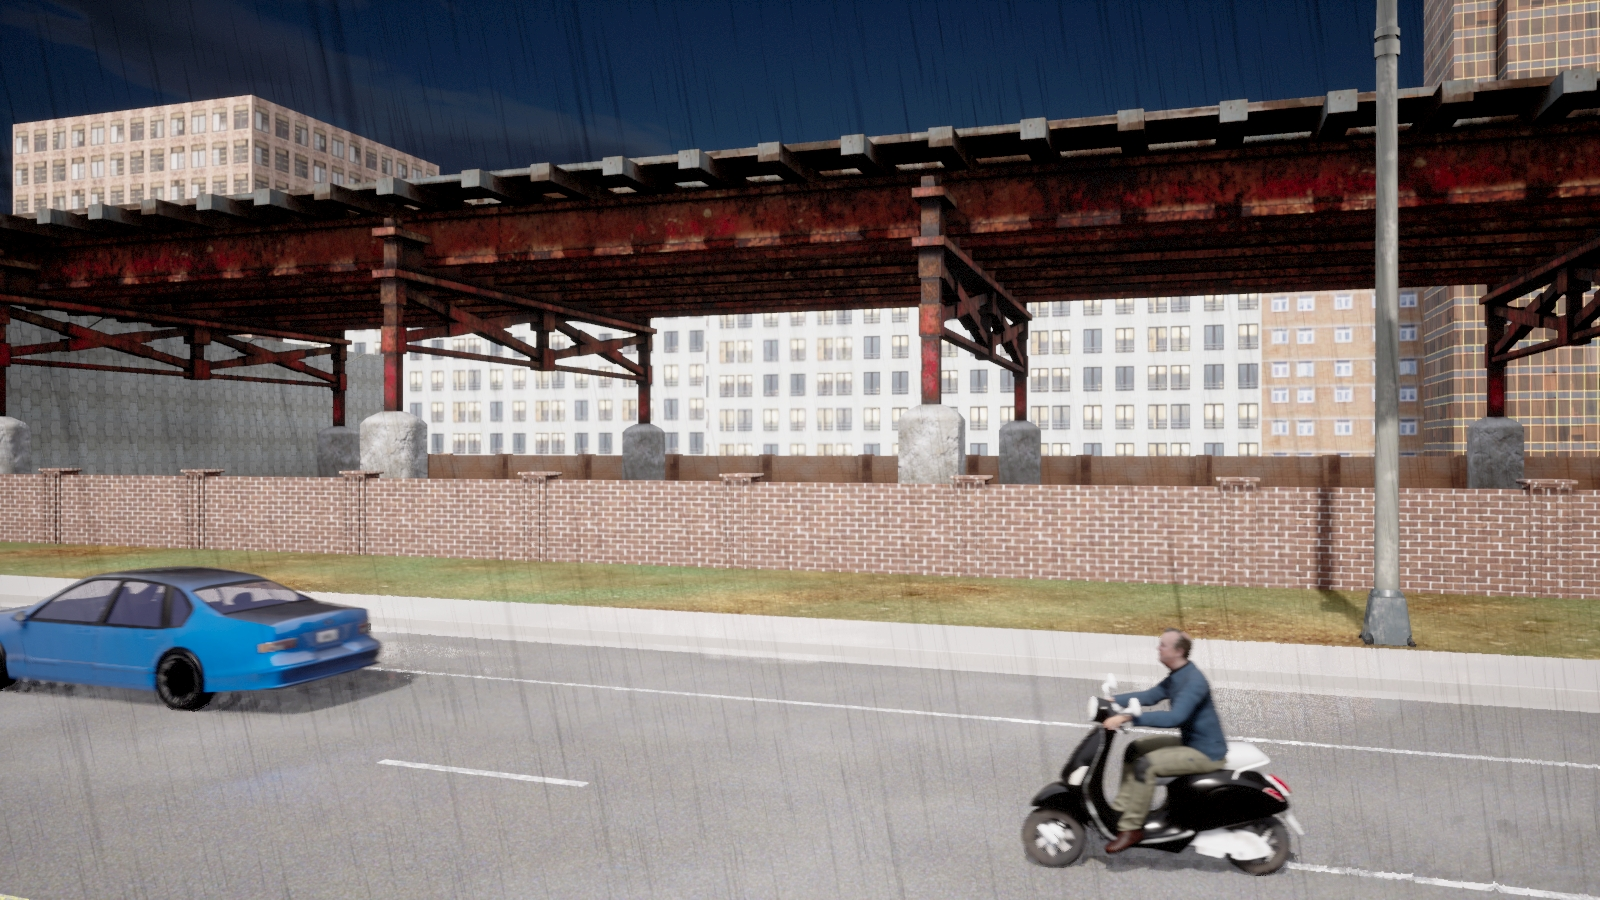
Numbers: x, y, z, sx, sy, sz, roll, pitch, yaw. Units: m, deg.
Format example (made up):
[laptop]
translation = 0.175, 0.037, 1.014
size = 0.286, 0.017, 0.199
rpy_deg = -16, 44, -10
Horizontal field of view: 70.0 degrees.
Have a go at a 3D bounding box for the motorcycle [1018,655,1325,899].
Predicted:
[motorcycle]
translation = 2.405, 2.129, 7.610
size = 1.805, 1.341, 0.856
rpy_deg = 0, 0, 6

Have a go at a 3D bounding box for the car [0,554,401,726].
[car]
translation = -7.590, 2.106, 13.502
size = 5.357, 1.411, 2.033
rpy_deg = 0, 0, 20
